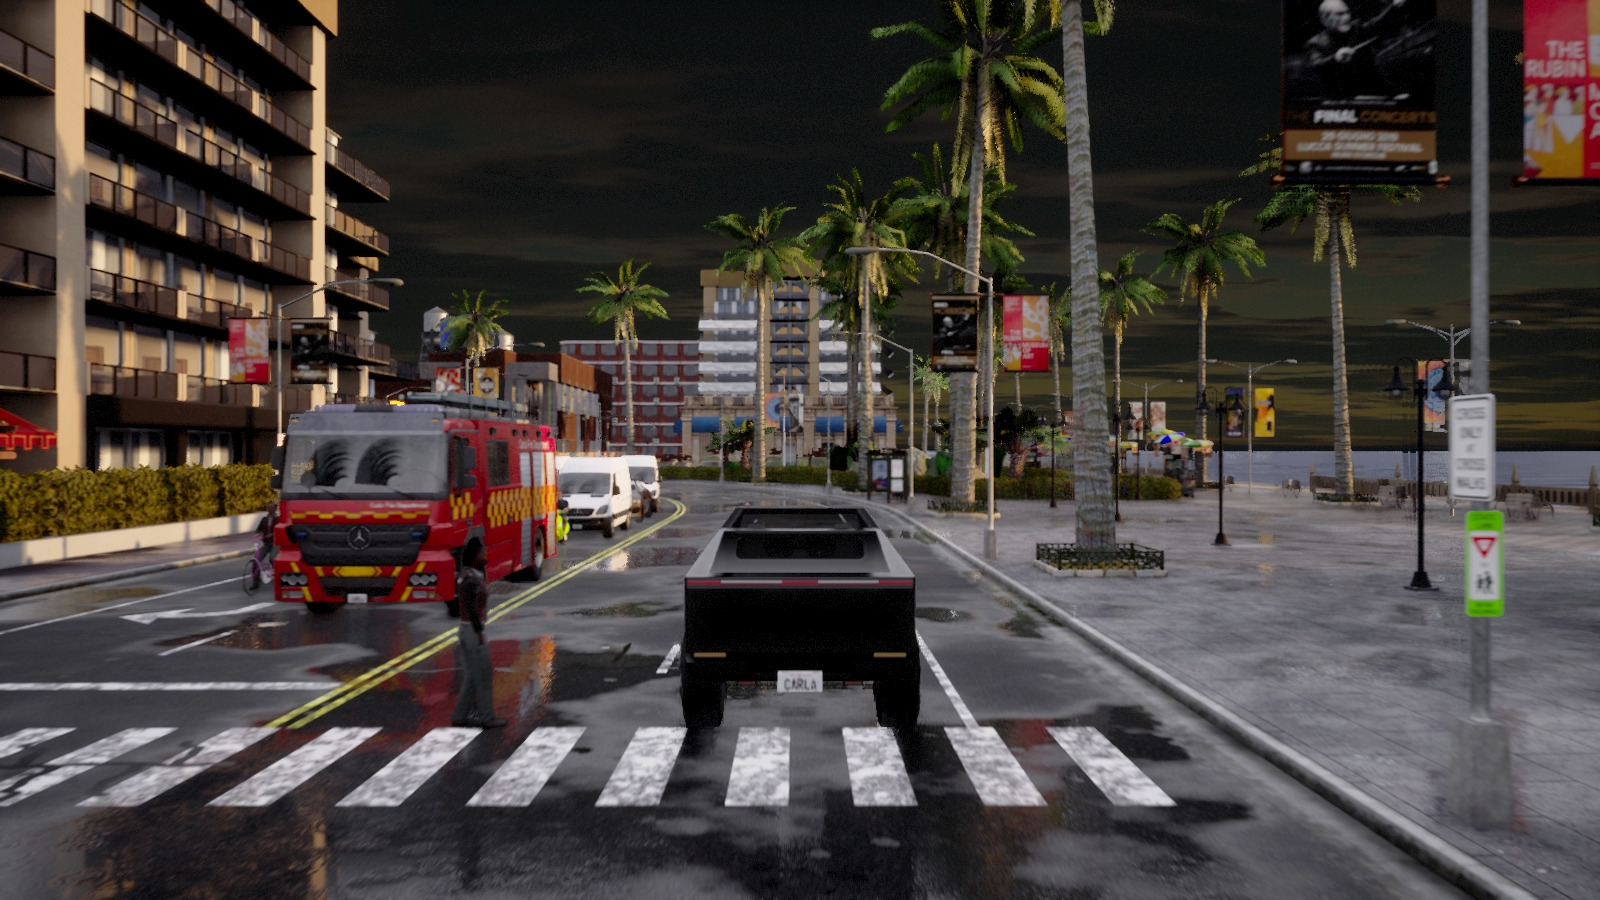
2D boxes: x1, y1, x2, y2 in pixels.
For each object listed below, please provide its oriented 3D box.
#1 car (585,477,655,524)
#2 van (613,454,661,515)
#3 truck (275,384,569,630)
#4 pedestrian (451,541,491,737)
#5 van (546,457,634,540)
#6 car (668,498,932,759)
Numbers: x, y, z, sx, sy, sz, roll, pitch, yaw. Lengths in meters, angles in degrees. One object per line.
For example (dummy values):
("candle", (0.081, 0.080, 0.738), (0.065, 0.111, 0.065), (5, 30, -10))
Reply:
("car", (-7.164, 1.992, 45.923), (2.152, 1.651, 5.027), (0, 0, -2))
("van", (-7.540, 1.531, 53.237), (1.988, 2.561, 5.915), (0, 1, -6))
("truck", (-6.747, 0.890, 22.058), (2.891, 3.827, 8.468), (0, 0, 0))
("pedestrian", (-3.255, 1.849, 11.298), (0.375, 1.860, 0.375), (0, 0, -16))
("van", (-7.038, 1.534, 38.886), (1.988, 2.561, 5.915), (0, 0, -1))
("car", (0.000, 1.753, 13.494), (2.390, 2.098, 6.274), (0, 0, 0))
